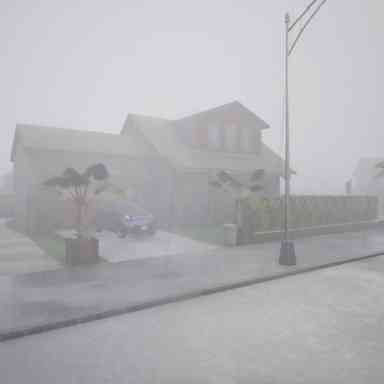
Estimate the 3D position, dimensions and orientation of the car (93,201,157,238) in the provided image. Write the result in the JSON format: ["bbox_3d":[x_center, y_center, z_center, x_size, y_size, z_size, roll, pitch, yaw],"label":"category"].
[{"bbox_3d":[-3.094,1.174,15.242,1.845,1.501,3.633,0,0,-38],"label":"car"}]
